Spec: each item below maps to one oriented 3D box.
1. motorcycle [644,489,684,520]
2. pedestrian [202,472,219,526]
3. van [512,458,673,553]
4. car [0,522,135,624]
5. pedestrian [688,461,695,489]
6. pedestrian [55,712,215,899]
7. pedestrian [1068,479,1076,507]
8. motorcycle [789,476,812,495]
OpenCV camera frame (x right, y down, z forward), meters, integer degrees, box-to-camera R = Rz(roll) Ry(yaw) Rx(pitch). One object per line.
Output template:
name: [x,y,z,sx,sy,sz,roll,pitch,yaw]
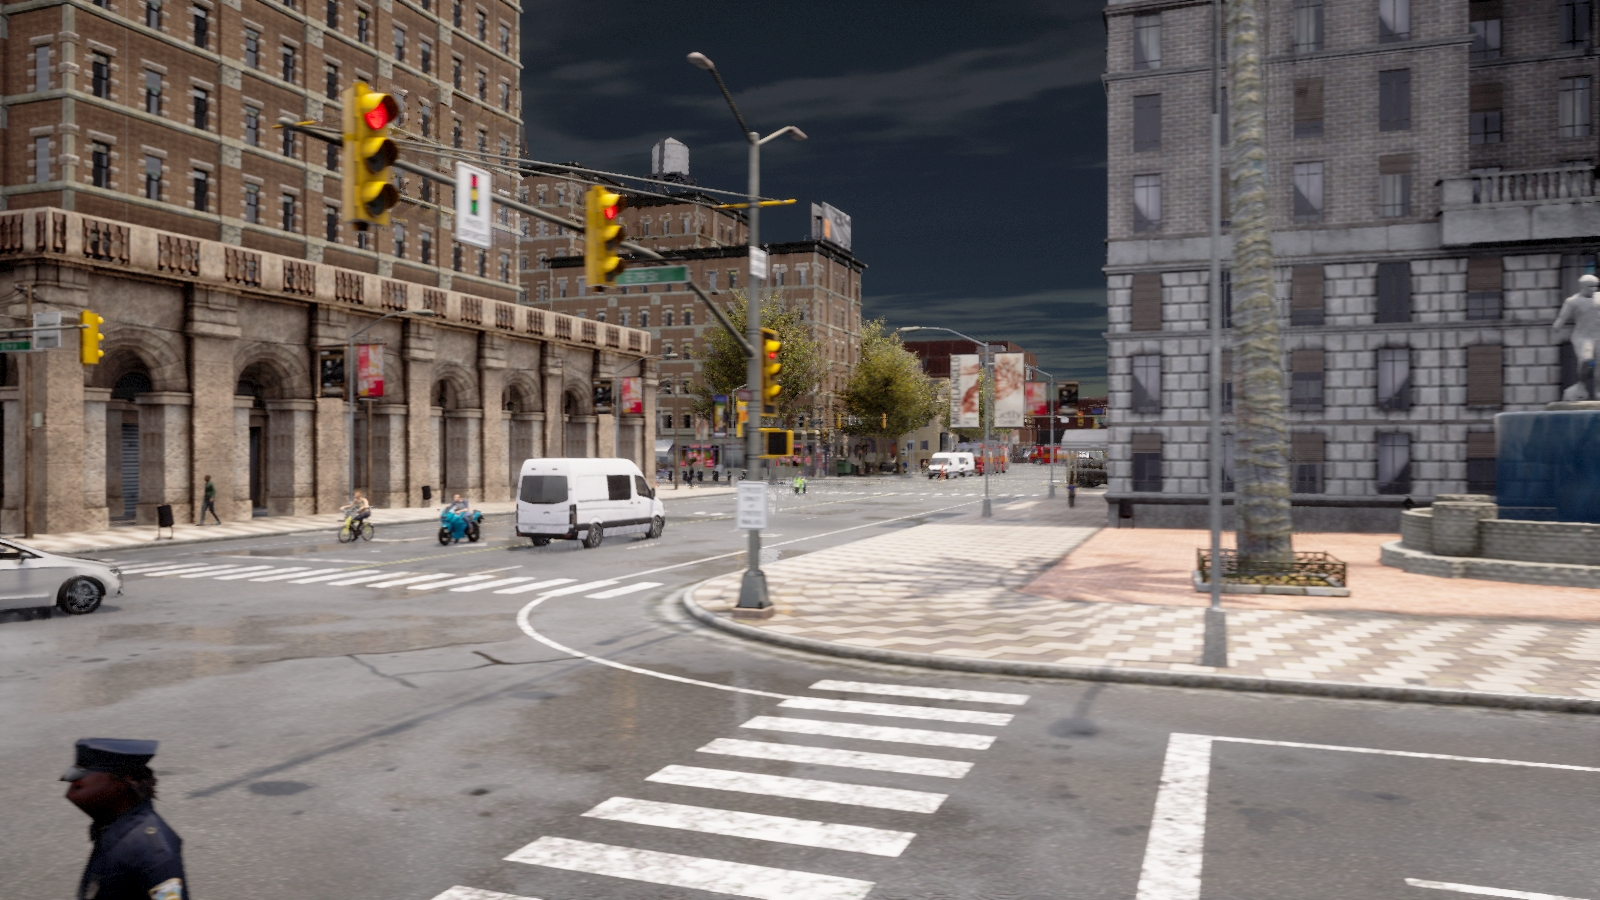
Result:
motorcycle: [-5.532,2.214,46.603,0.803,1.145,2.033,0,0,19]
pedestrian: [-20.416,1.697,39.601,0.375,1.860,0.375,0,0,26]
van: [-6.090,1.535,34.442,1.988,2.561,5.915,0,0,21]
car: [-13.651,2.066,18.947,1.816,1.474,4.193,0,0,44]
pedestrian: [-7.283,1.698,76.763,0.375,1.860,0.375,0,0,13]
pedestrian: [-2.175,1.849,3.736,0.375,1.860,0.375,0,0,-44]
pedestrian: [12.561,1.978,52.804,0.375,1.300,0.375,0,0,12]
motorcycle: [0.055,2.214,71.758,0.803,1.145,2.033,0,0,20]
